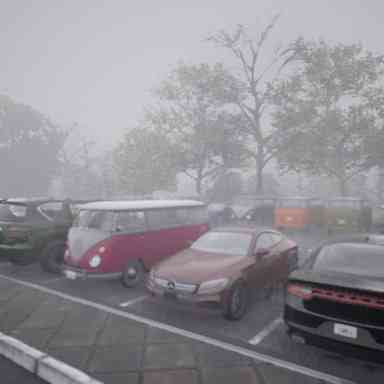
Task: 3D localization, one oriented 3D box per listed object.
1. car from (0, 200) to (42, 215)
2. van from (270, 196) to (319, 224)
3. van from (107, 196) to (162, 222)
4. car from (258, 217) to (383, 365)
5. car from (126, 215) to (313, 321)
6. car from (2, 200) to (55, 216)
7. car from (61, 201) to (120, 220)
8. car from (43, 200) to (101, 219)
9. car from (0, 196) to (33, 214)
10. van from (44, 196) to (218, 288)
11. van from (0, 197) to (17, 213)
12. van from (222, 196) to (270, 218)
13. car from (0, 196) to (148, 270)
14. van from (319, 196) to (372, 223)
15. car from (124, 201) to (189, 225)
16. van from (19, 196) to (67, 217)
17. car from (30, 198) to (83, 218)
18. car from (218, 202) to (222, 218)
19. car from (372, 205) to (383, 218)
[{"bbox_3d":[-20.665,1.782,38.884,1.946,1.575,5.366,-1,-1,36],"label":"car"},{"bbox_3d":[6.523,1.225,19.795,1.878,1.987,4.442,0,0,36],"label":"van"},{"bbox_3d":[-4.726,1.327,27.847,1.878,1.987,4.442,-1,0,36],"label":"van"},{"bbox_3d":[3.236,1.475,5.913,2.097,1.535,5.008,0,0,36],"label":"car"},{"bbox_3d":[0.983,1.504,7.535,2.002,1.452,4.674,0,0,36],"label":"car"},{"bbox_3d":[-18.311,1.752,37.419,2.231,1.521,4.892,-1,0,36],"label":"car"},{"bbox_3d":[-9.300,1.619,30.971,2.097,1.535,5.008,-1,0,36],"label":"car"},{"bbox_3d":[-11.655,1.653,32.656,2.097,1.535,5.008,-1,0,36],"label":"car"},{"bbox_3d":[-22.796,1.573,40.671,2.435,2.045,5.566,-1,-1,36],"label":"car"},{"bbox_3d":[-1.343,1.226,9.053,1.878,1.987,4.442,0,0,36],"label":"van"},{"bbox_3d":[-25.094,1.650,42.427,1.878,1.987,4.442,-1,-1,36],"label":"van"},{"bbox_3d":[4.026,1.213,21.295,1.878,1.987,4.442,0,0,36],"label":"van"},{"bbox_3d":[-3.516,1.189,10.787,2.435,2.045,5.566,0,0,36],"label":"car"},{"bbox_3d":[8.674,1.236,18.256,1.878,1.987,4.442,0,0,36],"label":"van"},{"bbox_3d":[-2.646,1.517,25.987,1.946,1.575,5.366,-1,0,36],"label":"car"},{"bbox_3d":[-15.989,1.492,35.908,1.878,1.987,4.442,-1,0,36],"label":"van"},{"bbox_3d":[-13.822,1.559,34.175,2.185,1.767,4.553,-1,0,36],"label":"car"},{"bbox_3d":[1.968,1.454,22.918,2.097,1.535,5.008,-1,0,36],"label":"car"},{"bbox_3d":[10.842,1.222,16.525,2.435,2.045,5.566,0,0,36],"label":"car"}]
